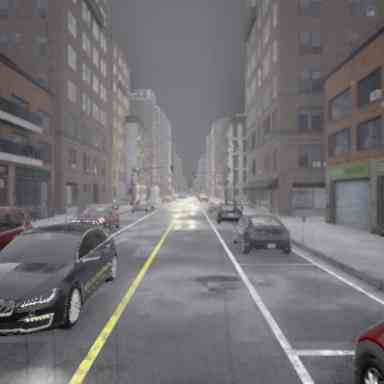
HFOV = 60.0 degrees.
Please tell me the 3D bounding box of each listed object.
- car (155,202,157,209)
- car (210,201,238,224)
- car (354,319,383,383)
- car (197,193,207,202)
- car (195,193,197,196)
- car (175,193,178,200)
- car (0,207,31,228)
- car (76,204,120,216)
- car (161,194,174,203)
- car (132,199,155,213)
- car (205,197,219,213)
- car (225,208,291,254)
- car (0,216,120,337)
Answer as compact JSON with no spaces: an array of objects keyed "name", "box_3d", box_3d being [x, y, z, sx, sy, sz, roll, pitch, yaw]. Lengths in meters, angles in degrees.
[{"name":"car","box_3d":[-5.399,1.541,41.615,2.008,1.369,4.403,0,0,0]},{"name":"car","box_3d":[2.631,1.562,24.575,1.947,1.339,4.313,0,0,0]},{"name":"car","box_3d":[2.638,1.440,1.850,1.967,1.590,4.097,0,0,0]},{"name":"car","box_3d":[2.618,1.528,73.900,2.008,1.369,4.403,0,0,0]},{"name":"car","box_3d":[2.618,1.283,95.525,2.192,1.841,5.009,0,0,0]},{"name":"car","box_3d":[-5.436,1.409,90.116,1.967,1.590,4.097,0,0,0]},{"name":"car","box_3d":[-5.389,1.313,7.524,2.192,1.841,5.009,0,0,0]},{"name":"car","box_3d":[-5.392,1.437,18.888,1.967,1.590,4.097,0,0,0]},{"name":"car","box_3d":[-5.409,1.529,68.491,2.008,1.369,4.403,0,0,0]},{"name":"car","box_3d":[-5.398,1.574,35.933,1.802,1.307,4.206,0,0,0]},{"name":"car","box_3d":[2.628,1.518,36.107,1.752,1.417,4.829,0,0,0]},{"name":"car","box_3d":[2.634,1.549,13.212,2.008,1.369,4.403,0,0,0]},{"name":"car","box_3d":[-2.852,1.503,7.017,1.837,1.490,4.892,0,0,0]}]
